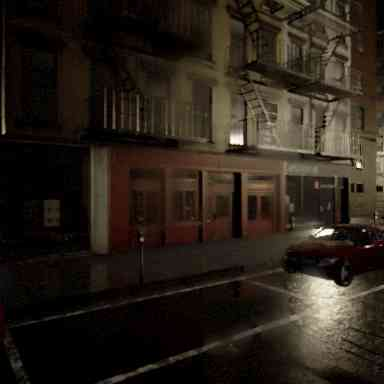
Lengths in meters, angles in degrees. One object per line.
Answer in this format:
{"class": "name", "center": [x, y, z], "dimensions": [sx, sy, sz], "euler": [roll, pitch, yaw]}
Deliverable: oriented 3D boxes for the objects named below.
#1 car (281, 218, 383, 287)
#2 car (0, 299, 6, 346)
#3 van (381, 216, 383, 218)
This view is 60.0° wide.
{"class": "car", "center": [4.295, 1.571, 9.257], "dimensions": [4.206, 1.307, 1.802], "euler": [0, 0, -35]}
{"class": "car", "center": [-4.510, 1.318, 2.980], "dimensions": [5.009, 1.841, 2.192], "euler": [0, 0, -35]}
{"class": "van", "center": [8.696, 1.324, 12.395], "dimensions": [3.998, 1.788, 1.690], "euler": [0, 0, -35]}
